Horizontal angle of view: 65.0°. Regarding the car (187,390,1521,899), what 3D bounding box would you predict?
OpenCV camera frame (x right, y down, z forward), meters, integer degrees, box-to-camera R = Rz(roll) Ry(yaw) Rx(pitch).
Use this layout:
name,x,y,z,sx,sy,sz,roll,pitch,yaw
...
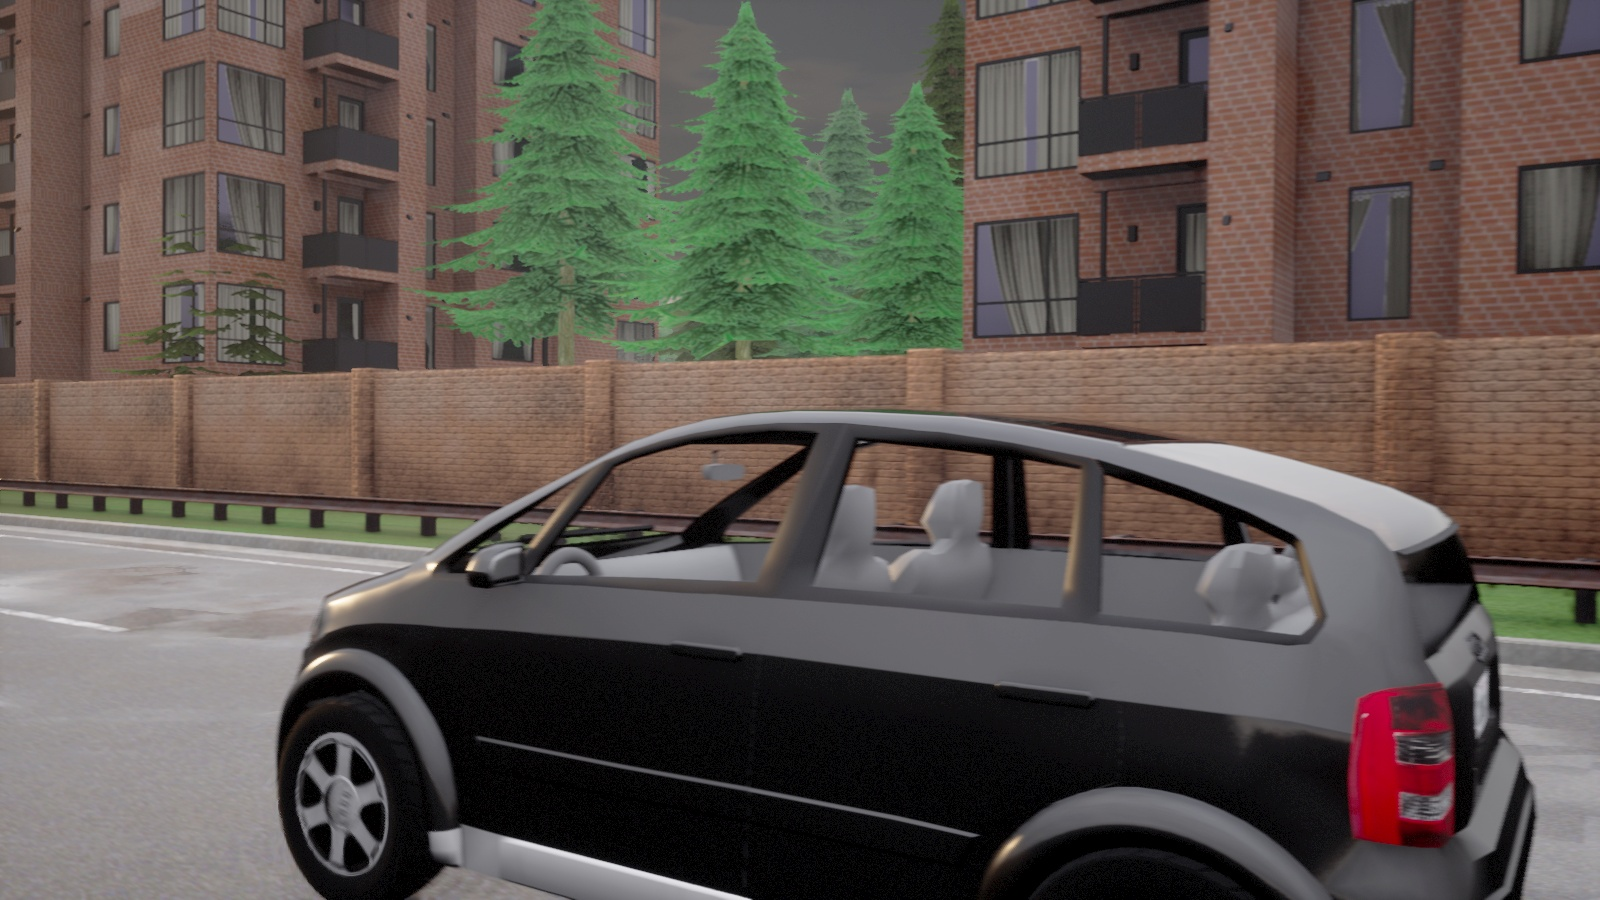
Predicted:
name,x,y,z,sx,sy,sz,roll,pitch,yaw
car,0.036,0.661,3.878,3.705,1.549,1.789,0,1,33
